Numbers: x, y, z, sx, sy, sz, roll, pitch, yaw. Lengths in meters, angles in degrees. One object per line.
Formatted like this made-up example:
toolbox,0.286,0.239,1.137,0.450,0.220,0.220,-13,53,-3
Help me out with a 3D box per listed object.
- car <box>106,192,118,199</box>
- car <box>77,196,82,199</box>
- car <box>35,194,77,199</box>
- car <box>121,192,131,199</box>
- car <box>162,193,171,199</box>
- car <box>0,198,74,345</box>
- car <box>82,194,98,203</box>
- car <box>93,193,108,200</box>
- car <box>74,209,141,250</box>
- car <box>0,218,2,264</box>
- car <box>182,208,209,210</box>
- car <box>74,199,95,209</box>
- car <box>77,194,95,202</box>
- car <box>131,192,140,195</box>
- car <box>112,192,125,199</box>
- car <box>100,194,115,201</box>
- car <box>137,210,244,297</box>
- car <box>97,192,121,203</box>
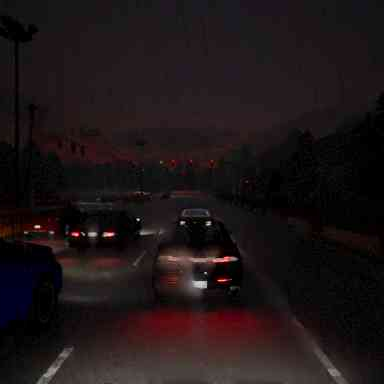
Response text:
car,-20.476,0.852,85.169,1.882,1.535,5.008,0,0,0
car,-20.740,1.072,55.675,1.882,1.535,5.008,0,0,2
car,-15.736,1.082,37.456,4.553,1.767,2.097,0,0,-23
car,-13.649,1.055,64.470,1.812,1.442,4.674,0,0,1
car,-6.480,0.905,84.354,2.128,1.511,4.902,0,0,0
car,-3.385,1.205,3.563,2.150,2.045,5.566,0,0,0
car,-17.232,1.146,57.376,1.994,1.385,4.181,0,0,1
car,-20.542,0.929,74.950,1.882,1.535,5.008,0,0,0
car,-3.339,1.455,13.737,2.033,1.411,5.357,0,0,0
car,-6.876,1.513,8.167,1.994,1.385,4.181,0,0,1
car,0.186,1.478,17.747,1.895,1.301,4.718,0,0,0
car,-6.831,1.360,17.152,1.882,1.535,5.008,0,0,0
car,-20.621,1.126,65.009,1.895,1.301,4.718,0,0,1
car,-13.545,0.978,74.491,1.812,1.442,4.674,0,0,0
car,-17.026,0.787,77.485,2.097,1.767,4.553,0,0,0
car,-17.092,1.071,67.352,1.994,1.385,4.181,0,0,0
car,0.132,1.439,8.417,2.128,1.511,4.902,0,0,0
car,-13.755,1.122,55.407,1.812,1.442,4.674,0,0,1
